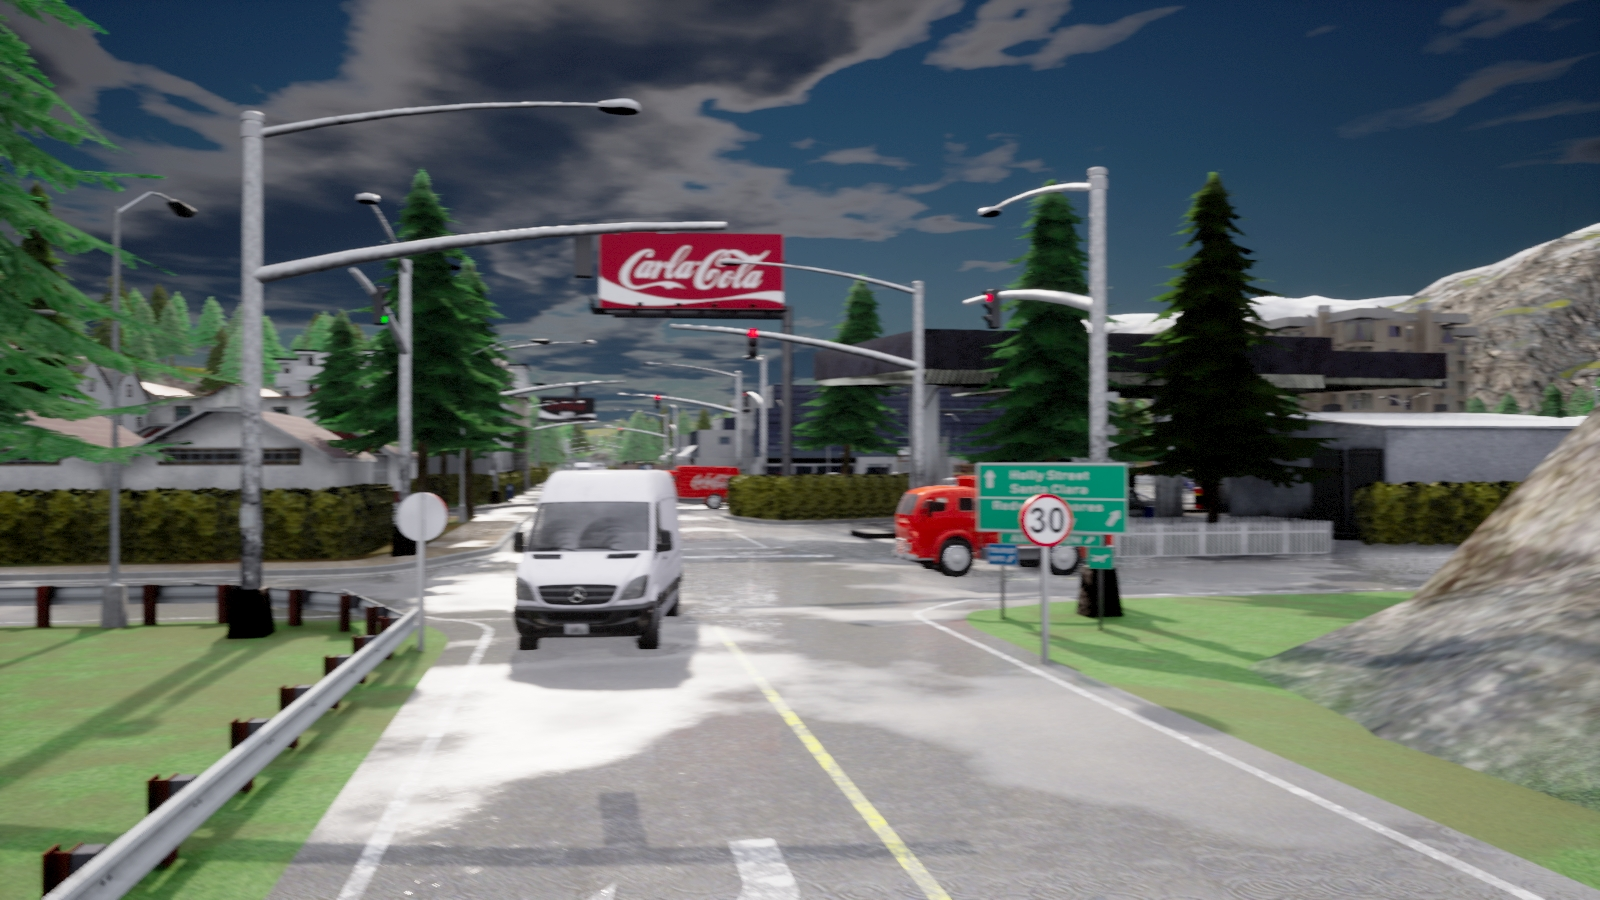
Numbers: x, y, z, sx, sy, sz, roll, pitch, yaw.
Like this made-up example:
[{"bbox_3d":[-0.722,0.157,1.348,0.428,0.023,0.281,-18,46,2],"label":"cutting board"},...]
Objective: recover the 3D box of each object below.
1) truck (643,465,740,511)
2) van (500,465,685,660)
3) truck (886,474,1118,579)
[{"bbox_3d":[-6.203,2.139,65.022,5.204,2.467,2.627,1,0,-11],"label":"truck"},{"bbox_3d":[-3.046,1.578,18.072,1.988,2.561,5.915,0,-2,-1],"label":"van"},{"bbox_3d":[5.059,1.877,29.054,5.204,2.467,2.627,0,-1,-10],"label":"truck"}]
